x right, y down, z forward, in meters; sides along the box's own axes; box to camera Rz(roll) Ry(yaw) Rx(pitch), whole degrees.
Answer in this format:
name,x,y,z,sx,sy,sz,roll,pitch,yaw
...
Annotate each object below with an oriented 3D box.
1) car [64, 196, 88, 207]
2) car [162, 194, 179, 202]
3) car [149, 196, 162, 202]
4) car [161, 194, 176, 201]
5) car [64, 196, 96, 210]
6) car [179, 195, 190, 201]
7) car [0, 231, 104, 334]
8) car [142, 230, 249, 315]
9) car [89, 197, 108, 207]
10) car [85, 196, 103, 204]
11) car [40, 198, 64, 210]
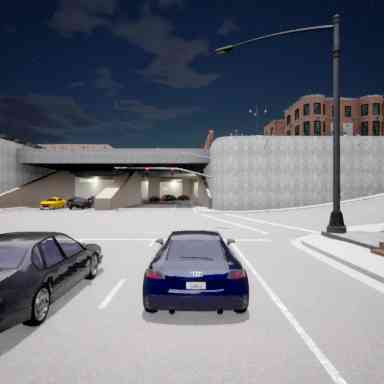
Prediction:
name,x,y,z,sx,sy,sz,roll,pitch,yaw
car,-18.531,1.491,53.369,2.128,1.511,4.902,0,0,-1
car,-4.772,1.355,75.186,2.097,1.767,4.553,0,0,6
car,-8.291,1.540,74.893,2.033,1.411,5.357,0,0,6
car,-5.951,1.355,84.943,2.097,1.767,4.553,0,0,24
car,-14.809,1.547,44.306,2.033,1.411,5.357,0,0,-1
car,-2.145,1.524,84.982,1.812,1.442,4.674,0,0,28
car,-3.426,1.547,6.977,2.033,1.411,5.357,0,0,0
car,0.075,1.564,7.676,1.994,1.385,4.181,0,0,0
car,-15.039,1.525,53.757,1.812,1.442,4.674,0,0,-1
car,-18.737,1.491,63.635,2.128,1.511,4.902,0,0,-1
car,-18.297,1.477,43.904,1.882,1.535,5.008,0,0,-1
